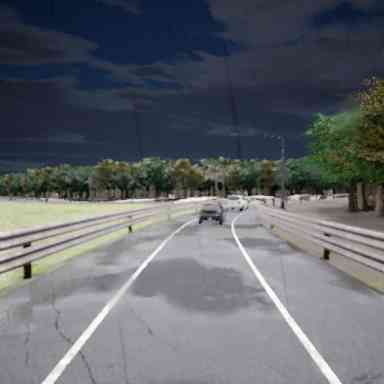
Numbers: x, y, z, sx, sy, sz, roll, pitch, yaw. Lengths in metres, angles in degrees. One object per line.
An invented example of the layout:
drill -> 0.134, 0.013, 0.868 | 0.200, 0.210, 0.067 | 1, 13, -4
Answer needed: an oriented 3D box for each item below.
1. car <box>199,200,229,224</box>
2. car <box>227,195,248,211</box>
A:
car -> 1.685, 1.689, 26.609 | 1.837, 1.490, 4.892 | 0, 0, 10
car -> 5.935, 1.435, 43.774 | 2.150, 2.045, 5.566 | 0, 0, 18
